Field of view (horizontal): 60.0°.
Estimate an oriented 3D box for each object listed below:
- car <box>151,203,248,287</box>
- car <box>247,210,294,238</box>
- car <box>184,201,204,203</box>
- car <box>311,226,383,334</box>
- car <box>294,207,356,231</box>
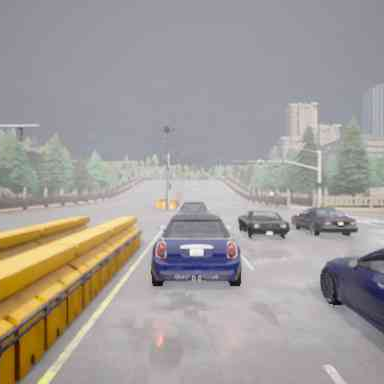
[{"bbox_3d":[0.102,1.357,9.475,2.097,1.767,4.553,0,0,0],"label":"car"},{"bbox_3d":[3.606,1.612,17.627,1.895,1.301,4.718,0,0,0],"label":"car"},{"bbox_3d":[0.105,1.365,21.078,2.097,1.767,4.553,0,0,0],"label":"car"},{"bbox_3d":[3.603,1.529,5.069,1.812,1.442,4.674,0,0,0],"label":"car"},{"bbox_3d":[7.118,1.559,18.419,2.033,1.411,5.357,0,0,0],"label":"car"}]
